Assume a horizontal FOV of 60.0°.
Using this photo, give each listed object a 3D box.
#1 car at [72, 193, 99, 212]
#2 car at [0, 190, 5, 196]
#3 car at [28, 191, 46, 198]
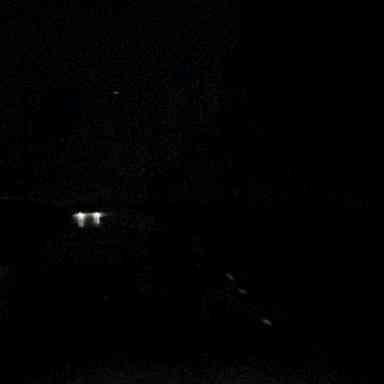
[{"bbox_3d":[-11.226,1.252,35.466,1.882,1.535,5.008,0,1,-26],"label":"car"},{"bbox_3d":[-46.407,0.178,78.431,5.357,1.411,2.033,2,0,27],"label":"car"},{"bbox_3d":[-32.116,0.477,68.621,5.008,1.535,1.882,2,0,39],"label":"car"}]
